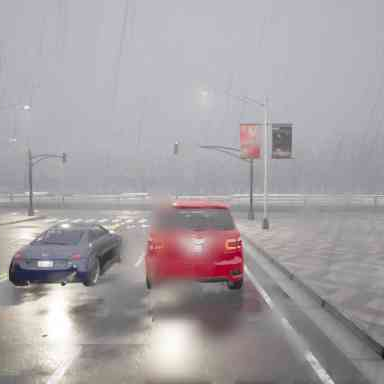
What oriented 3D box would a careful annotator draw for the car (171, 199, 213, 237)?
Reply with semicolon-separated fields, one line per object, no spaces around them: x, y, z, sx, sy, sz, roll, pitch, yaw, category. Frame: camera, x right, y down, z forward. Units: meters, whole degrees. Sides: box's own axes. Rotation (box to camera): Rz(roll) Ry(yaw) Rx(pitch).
-0.024;1.343;18.813;2.097;1.767;4.553;0;0;0;car

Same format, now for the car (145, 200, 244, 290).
0.044;1.217;9.223;2.150;2.045;5.566;0;0;-1;car

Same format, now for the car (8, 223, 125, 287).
-3.216;1.559;9.365;1.994;1.385;4.181;0;0;1;car
